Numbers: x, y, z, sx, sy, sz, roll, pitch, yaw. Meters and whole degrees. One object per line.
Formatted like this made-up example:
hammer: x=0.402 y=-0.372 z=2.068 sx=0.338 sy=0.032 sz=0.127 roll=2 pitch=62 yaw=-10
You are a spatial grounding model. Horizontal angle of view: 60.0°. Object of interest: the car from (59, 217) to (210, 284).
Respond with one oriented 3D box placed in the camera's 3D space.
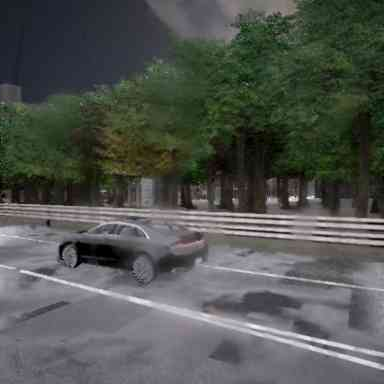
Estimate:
car: x=-1.837 y=1.493 z=9.599 sx=4.902 sy=1.511 sz=2.128 roll=0 pitch=0 yaw=34
